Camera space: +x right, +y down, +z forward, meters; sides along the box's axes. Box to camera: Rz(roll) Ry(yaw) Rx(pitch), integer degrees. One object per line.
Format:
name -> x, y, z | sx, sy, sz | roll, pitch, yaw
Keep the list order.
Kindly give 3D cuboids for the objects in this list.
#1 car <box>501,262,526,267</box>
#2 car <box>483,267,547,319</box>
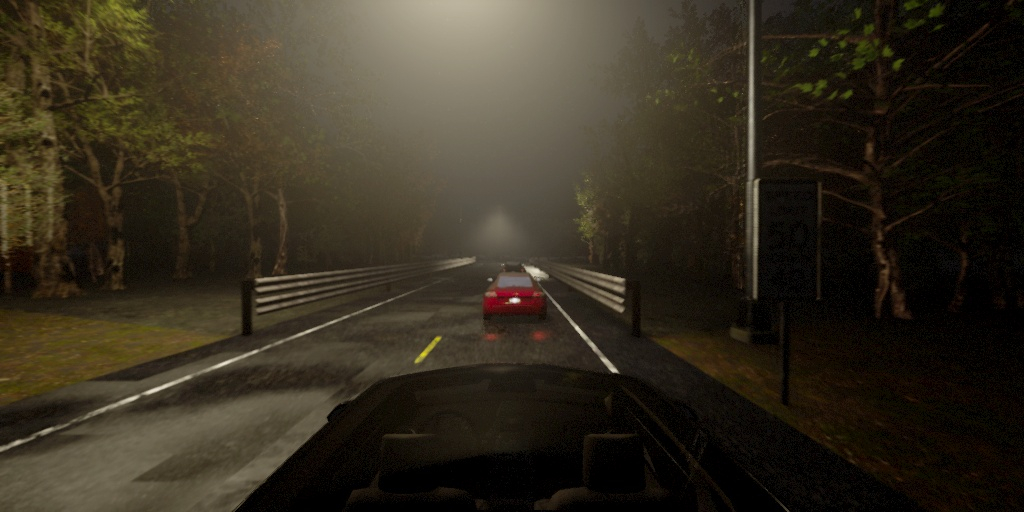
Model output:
car -> 0.095, 1.131, 27.718 | 1.994, 1.385, 4.181 | 0, 0, 0
car -> 0.090, 1.239, 12.396 | 1.994, 1.385, 4.181 | 0, 0, 0
